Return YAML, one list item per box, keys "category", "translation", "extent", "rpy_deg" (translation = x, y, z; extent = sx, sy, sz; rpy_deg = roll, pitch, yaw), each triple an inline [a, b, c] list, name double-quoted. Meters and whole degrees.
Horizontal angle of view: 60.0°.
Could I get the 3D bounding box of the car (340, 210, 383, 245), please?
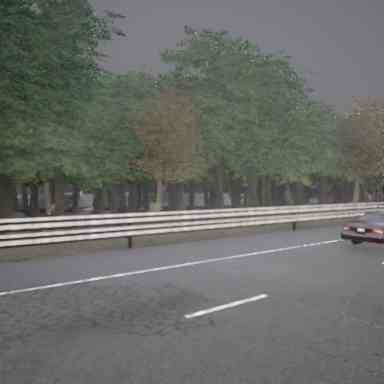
- category: "car"
  translation: [8.449, 1.485, 14.070]
  extent: [5.357, 1.411, 2.033]
  rpy_deg: [0, 0, -35]
